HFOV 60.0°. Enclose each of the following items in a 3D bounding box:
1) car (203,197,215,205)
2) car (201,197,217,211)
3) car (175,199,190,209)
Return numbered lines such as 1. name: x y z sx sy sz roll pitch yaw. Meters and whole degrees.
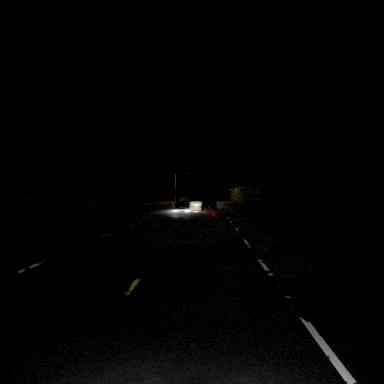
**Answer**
1. car: 3.193 1.685 62.477 2.128 1.511 4.902 0 -1 3
2. car: 2.155 1.540 42.003 2.128 1.511 4.902 0 0 3
3. car: -1.325 1.671 46.412 1.895 1.301 4.718 0 0 3
